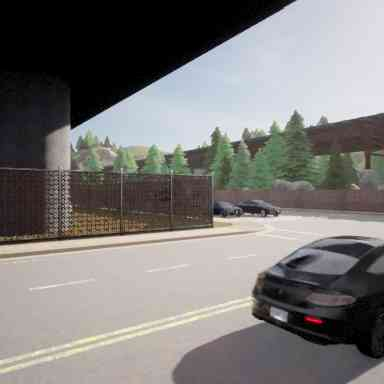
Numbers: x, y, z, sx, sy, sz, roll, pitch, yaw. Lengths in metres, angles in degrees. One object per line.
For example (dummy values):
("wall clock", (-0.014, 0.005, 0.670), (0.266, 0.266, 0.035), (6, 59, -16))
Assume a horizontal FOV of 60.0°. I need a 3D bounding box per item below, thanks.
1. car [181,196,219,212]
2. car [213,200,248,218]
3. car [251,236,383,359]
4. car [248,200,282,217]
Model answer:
("car", (0.855, 1.353, 39.086), (2.097, 1.767, 4.553), (0, 0, -36))
("car", (2.738, 1.564, 30.522), (1.994, 1.385, 4.181), (0, 0, -36))
("car", (3.073, 1.526, 5.938), (4.674, 1.442, 1.812), (0, 0, -35))
("car", (6.253, 1.505, 31.631), (1.837, 1.490, 4.892), (0, 0, -36))
